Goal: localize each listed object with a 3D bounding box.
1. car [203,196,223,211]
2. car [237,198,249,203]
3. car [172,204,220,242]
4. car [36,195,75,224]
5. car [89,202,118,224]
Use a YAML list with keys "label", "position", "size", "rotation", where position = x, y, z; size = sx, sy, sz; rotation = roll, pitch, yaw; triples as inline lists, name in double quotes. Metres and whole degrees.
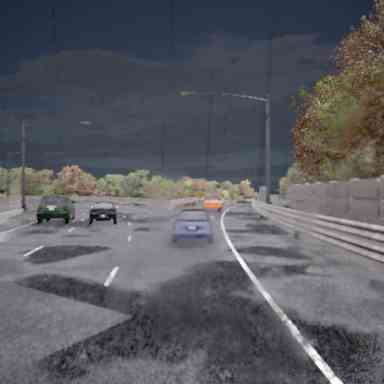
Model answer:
- label: "car"
  position: [2.599, 1.299, 39.826]
  size: [2.097, 1.767, 4.553]
  rotation: [0, 0, 9]
- label: "car"
  position: [11.825, 2.103, 79.313]
  size: [1.994, 1.385, 4.181]
  rotation: [0, -3, 15]
- label: "car"
  position: [0.095, 1.531, 16.193]
  size: [2.033, 1.411, 5.357]
  rotation: [0, 0, 2]
- label: "car"
  position: [-10.228, 1.255, 25.235]
  size: [2.150, 2.045, 5.566]
  rotation: [0, 0, -14]
- label: "car"
  position: [-6.641, 1.491, 25.115]
  size: [1.882, 1.535, 5.008]
  rotation: [0, 0, -13]
